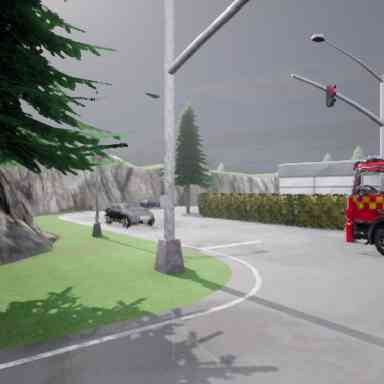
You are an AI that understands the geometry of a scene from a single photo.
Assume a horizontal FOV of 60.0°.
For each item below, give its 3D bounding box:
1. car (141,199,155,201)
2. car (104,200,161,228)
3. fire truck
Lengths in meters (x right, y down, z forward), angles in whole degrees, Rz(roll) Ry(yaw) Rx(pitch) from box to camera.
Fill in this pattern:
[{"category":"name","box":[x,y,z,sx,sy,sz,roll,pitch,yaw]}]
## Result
[{"category":"car","box":[-6.229,1.600,43.981,1.895,1.301,4.718,0,0,42]},{"category":"car","box":[-4.239,1.491,22.132,2.128,1.511,4.902,0,0,-36]},{"category":"fire truck","box":[9.274,0.342,9.841,2.891,3.827,8.468,0,0,-36]}]
